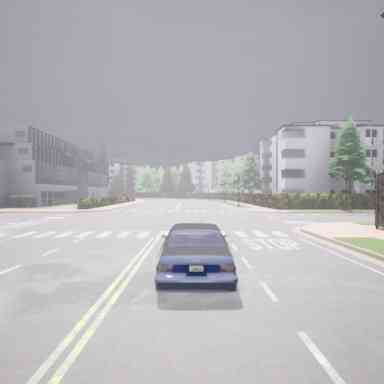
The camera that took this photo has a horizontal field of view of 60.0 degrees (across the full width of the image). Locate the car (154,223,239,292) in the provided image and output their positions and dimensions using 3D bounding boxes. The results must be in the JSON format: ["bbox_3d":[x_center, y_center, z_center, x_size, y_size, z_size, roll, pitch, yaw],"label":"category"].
[{"bbox_3d":[0.080,1.547,9.024,2.033,1.411,5.357,0,0,0],"label":"car"}]
